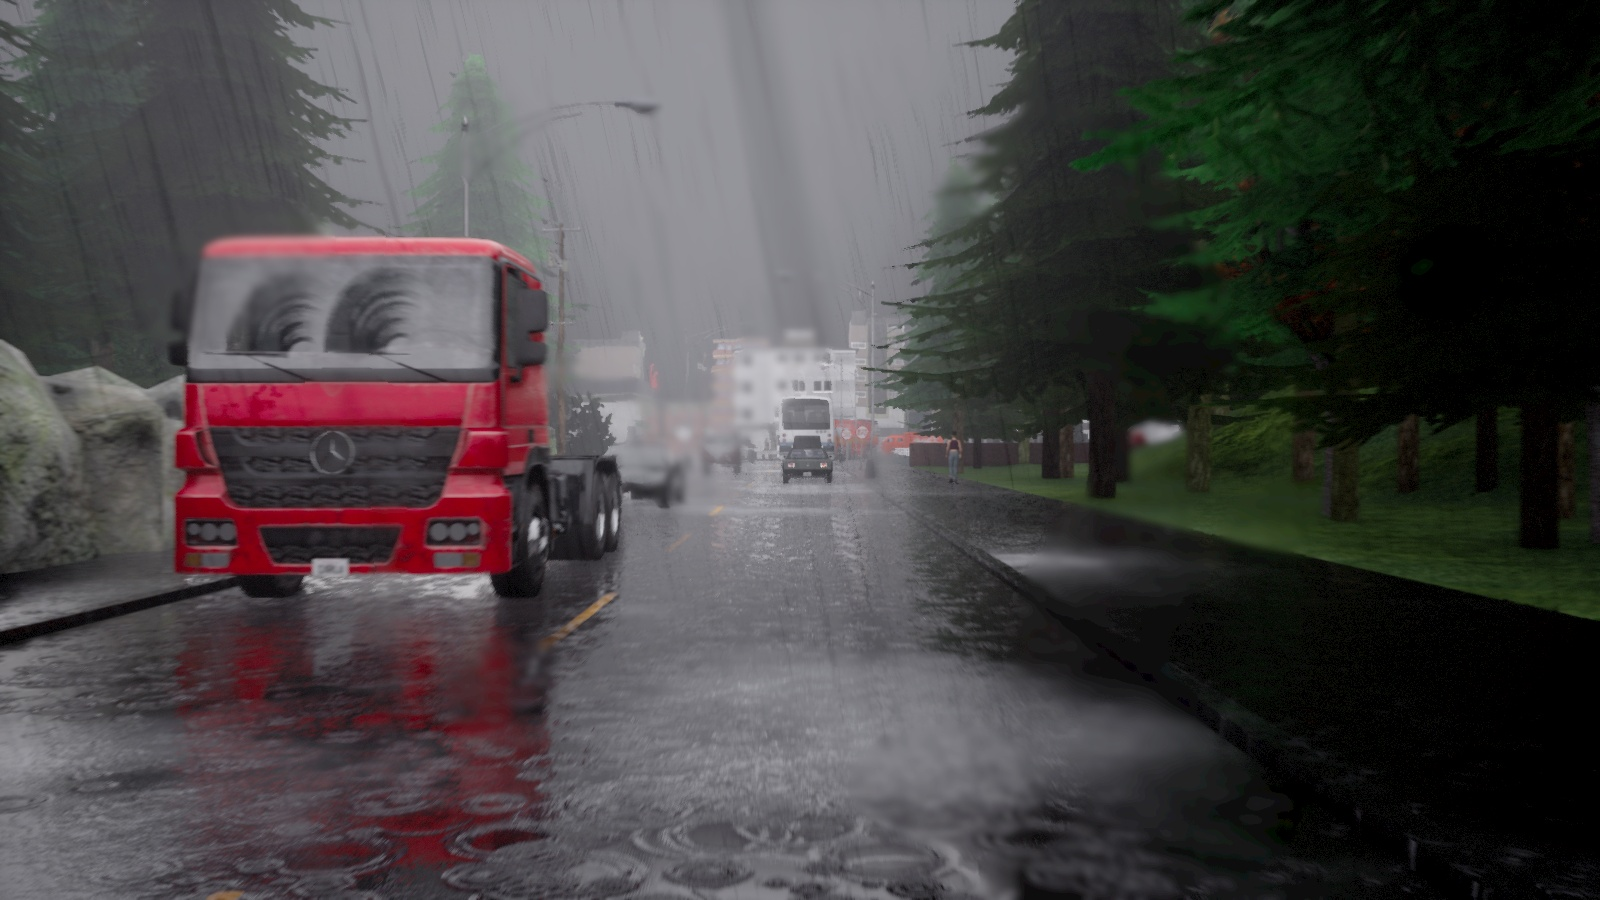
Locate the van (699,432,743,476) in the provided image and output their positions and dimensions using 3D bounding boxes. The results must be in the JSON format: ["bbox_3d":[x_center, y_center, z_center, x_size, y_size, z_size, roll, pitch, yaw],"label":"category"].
[{"bbox_3d":[-3.656,0.167,58.995,1.775,1.987,4.442,0,0,0],"label":"van"}]

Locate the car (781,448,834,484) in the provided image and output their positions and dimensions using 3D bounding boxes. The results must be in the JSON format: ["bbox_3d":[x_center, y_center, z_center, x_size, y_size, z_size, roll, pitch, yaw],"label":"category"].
[{"bbox_3d":[0.285,0.580,47.695,1.895,1.301,4.718,0,0,0],"label":"car"}]

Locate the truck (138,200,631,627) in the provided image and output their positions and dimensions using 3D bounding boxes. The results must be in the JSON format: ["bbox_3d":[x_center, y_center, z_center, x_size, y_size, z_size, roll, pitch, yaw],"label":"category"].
[{"bbox_3d":[-3.904,-0.318,14.154,2.891,3.462,7.936,0,0,0],"label":"truck"}]

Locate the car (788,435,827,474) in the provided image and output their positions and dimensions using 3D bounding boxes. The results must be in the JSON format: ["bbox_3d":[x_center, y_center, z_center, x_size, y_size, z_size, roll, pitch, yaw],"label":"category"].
[{"bbox_3d":[0.359,0.193,62.725,1.905,1.878,3.866,0,1,0],"label":"car"}]

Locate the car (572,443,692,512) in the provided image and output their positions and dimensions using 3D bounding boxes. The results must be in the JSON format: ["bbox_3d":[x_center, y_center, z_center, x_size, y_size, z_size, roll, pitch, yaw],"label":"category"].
[{"bbox_3d":[-3.818,0.579,29.395,2.163,1.488,4.792,0,0,0],"label":"car"}]

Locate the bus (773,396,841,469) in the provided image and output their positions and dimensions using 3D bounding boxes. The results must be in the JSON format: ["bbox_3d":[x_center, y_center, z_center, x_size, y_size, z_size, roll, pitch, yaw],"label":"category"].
[{"bbox_3d":[0.430,-1.071,78.832,3.944,4.253,10.273,0,0,0],"label":"bus"}]

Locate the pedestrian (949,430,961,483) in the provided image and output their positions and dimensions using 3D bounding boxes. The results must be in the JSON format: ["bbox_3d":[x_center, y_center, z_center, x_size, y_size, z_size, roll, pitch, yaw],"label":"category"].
[{"bbox_3d":[5.359,0.217,43.526,0.345,1.836,0.594,0,0,2],"label":"pedestrian"}]
